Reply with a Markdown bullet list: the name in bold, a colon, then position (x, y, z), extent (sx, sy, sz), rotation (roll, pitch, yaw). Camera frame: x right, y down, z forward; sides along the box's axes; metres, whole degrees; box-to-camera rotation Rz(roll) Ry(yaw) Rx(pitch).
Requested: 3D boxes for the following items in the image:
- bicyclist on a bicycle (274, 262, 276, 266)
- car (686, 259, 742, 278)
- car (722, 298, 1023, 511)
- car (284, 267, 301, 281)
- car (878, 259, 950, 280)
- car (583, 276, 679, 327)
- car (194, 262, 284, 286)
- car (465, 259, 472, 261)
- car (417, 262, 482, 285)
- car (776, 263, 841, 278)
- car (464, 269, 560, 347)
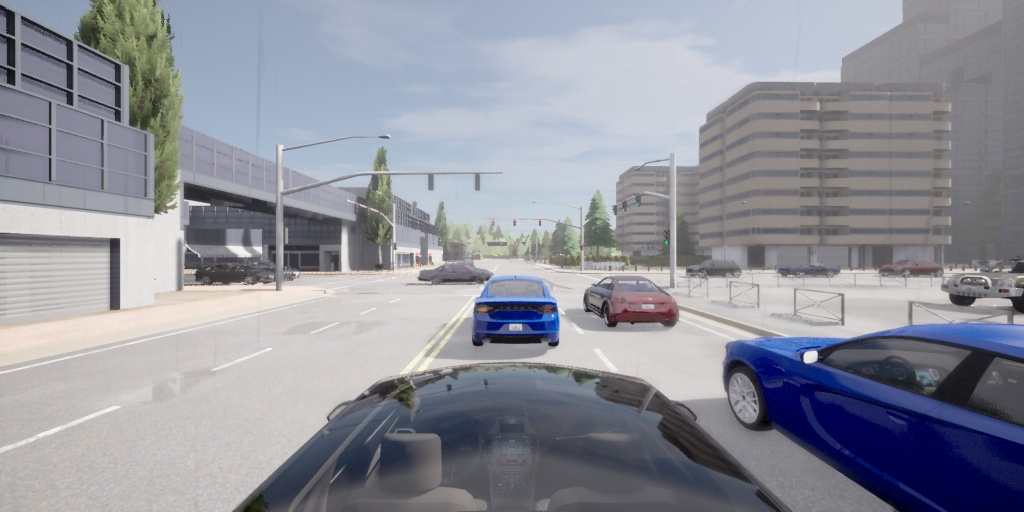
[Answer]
- **bicyclist on a bicycle**: position (-25.843, 1.053, 39.622), extent (0.582, 1.620, 1.656), rotation (0, 0, -1)
- **car**: position (18.684, 1.102, 33.376), extent (4.553, 1.767, 2.097), rotation (0, 0, -1)
- **car**: position (3.603, 1.228, 2.557), extent (1.882, 1.535, 5.008), rotation (0, 0, 0)
- **car**: position (-19.376, 1.242, 28.227), extent (4.902, 1.511, 2.128), rotation (0, 0, -1)
- **car**: position (37.467, 1.102, 33.749), extent (4.553, 1.767, 2.097), rotation (0, 0, -1)
- **car**: position (3.602, 1.314, 11.541), extent (1.994, 1.385, 4.181), rotation (0, 0, 0)
- **car**: position (-18.981, 1.255, 24.730), extent (4.892, 1.490, 1.837), rotation (0, 0, -1)
- **car**: position (-7.991, 1.314, 56.761), extent (1.994, 1.385, 4.181), rotation (0, 0, -1)
- **car**: position (-3.869, 1.297, 25.262), extent (5.357, 1.411, 2.033), rotation (0, 0, -4)
- **car**: position (27.671, 1.351, 33.562), extent (4.718, 1.301, 1.895), rotation (0, 0, -1)
- **car**: position (0.093, 1.228, 9.408), extent (1.882, 1.535, 5.008), rotation (0, 0, 0)
